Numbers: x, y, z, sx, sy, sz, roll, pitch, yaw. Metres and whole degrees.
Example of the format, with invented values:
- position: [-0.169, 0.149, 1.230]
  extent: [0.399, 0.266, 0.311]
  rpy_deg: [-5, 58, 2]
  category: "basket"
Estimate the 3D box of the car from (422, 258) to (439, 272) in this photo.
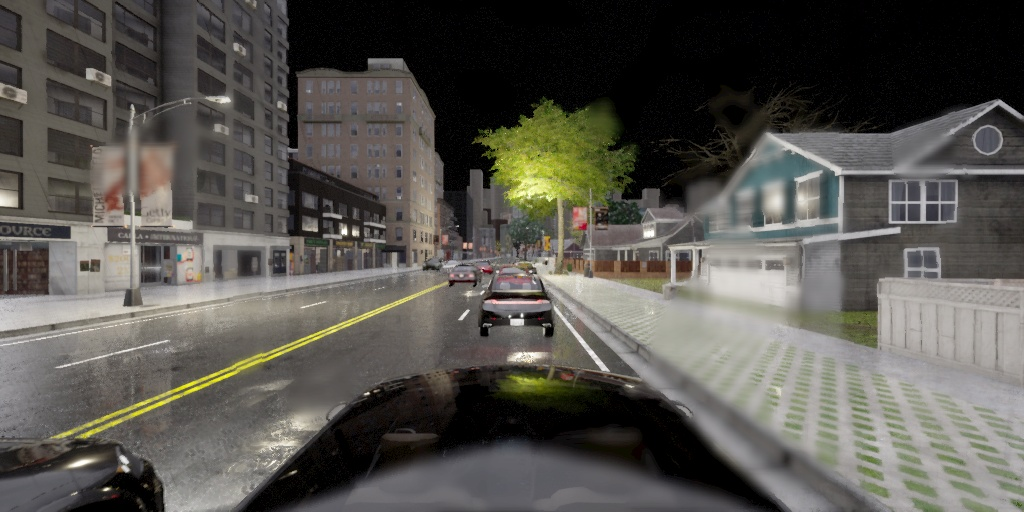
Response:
- position: [-9.802, 1.061, 45.041]
  extent: [2.097, 1.767, 4.553]
  rpy_deg: [0, 0, 0]
  category: "car"

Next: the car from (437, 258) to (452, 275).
- position: [-6.559, 1.243, 39.222]
  extent: [1.812, 1.442, 4.674]
  rpy_deg: [0, 0, 0]
  category: "car"

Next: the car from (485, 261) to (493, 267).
- position: [-3.106, 1.280, 40.507]
  extent: [1.994, 1.385, 4.181]
  rpy_deg: [0, 0, 0]
  category: "car"

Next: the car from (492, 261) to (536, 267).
- position: [0.120, 1.219, 19.800]
  extent: [1.882, 1.535, 5.008]
  rpy_deg: [0, 0, 0]
  category: "car"

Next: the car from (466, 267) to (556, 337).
- position: [0.112, 1.239, 10.296]
  extent: [2.128, 1.511, 4.902]
  rpy_deg: [0, 0, 0]
  category: "car"

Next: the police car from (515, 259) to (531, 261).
- position: [1.006, 1.155, 29.529]
  extent: [1.930, 1.638, 5.238]
  rpy_deg: [0, 0, 0]
  category: "police car"

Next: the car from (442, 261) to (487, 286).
- position: [-3.124, 1.283, 24.711]
  extent: [2.033, 1.411, 5.357]
  rpy_deg: [0, 0, 0]
  category: "car"

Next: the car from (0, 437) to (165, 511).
- position: [-3.150, 1.313, 0.466]
  extent: [1.994, 1.385, 4.181]
  rpy_deg: [0, 0, 0]
  category: "car"
